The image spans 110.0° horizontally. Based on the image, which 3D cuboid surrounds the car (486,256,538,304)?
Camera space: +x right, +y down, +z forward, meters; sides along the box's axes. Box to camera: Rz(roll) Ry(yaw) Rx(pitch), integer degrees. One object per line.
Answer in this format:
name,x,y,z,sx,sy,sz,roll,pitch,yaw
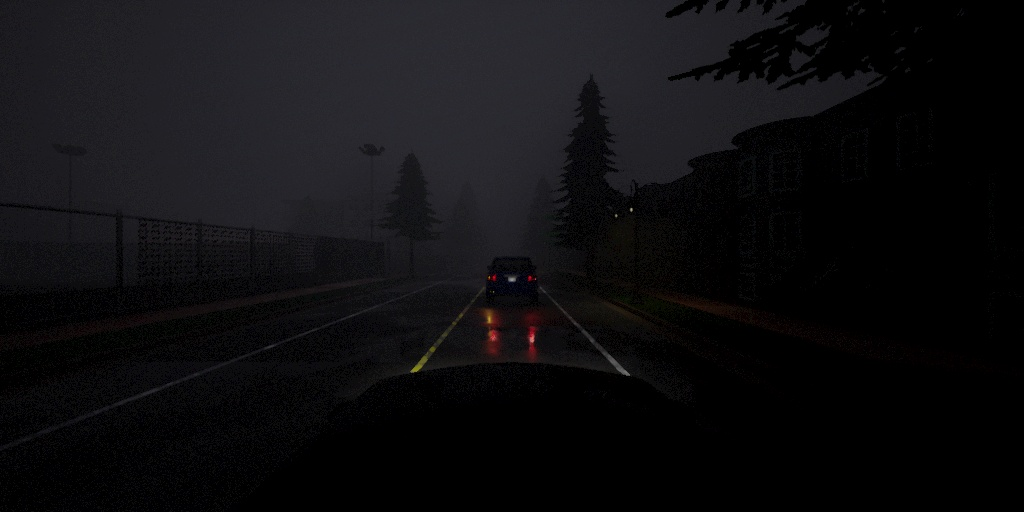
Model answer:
car,0.000,1.005,16.566,2.150,2.045,5.566,0,0,0
